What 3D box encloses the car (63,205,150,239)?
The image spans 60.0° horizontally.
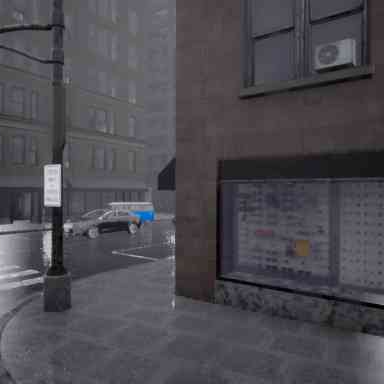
[{"bbox_3d":[-4.995,1.726,18.987,2.128,1.511,4.902,0,-1,35],"label":"car"}]

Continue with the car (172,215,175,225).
[{"bbox_3d":[0.259,1.947,26.451,1.994,1.385,4.181,0,-1,35],"label":"car"}]

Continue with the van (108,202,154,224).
[{"bbox_3d":[-4.507,1.636,24.169,1.690,1.788,3.998,-1,-1,35],"label":"van"}]
